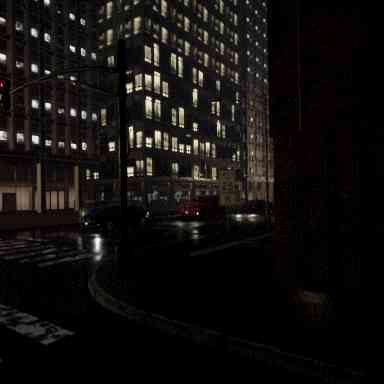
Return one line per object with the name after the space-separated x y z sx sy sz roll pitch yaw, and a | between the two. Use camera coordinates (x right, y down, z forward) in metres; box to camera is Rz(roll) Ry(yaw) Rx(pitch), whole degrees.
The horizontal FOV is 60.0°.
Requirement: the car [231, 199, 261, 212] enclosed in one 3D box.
6.770 1.689 41.427 1.752 1.417 4.829 -2 -1 36 | car

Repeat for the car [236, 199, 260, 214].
7.180 1.584 37.534 1.882 1.535 5.008 -1 -1 36 | car

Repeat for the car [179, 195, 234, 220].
1.176 1.307 29.171 2.150 2.045 5.566 -1 -1 36 | car

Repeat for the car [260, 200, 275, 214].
9.273 1.642 34.973 1.895 1.301 4.718 -1 -1 36 | car

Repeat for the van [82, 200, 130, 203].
-6.059 1.460 23.514 1.690 1.788 3.998 -2 -1 36 | van

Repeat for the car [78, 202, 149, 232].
-4.712 1.571 20.981 1.837 1.490 4.892 -1 -1 33 | car
